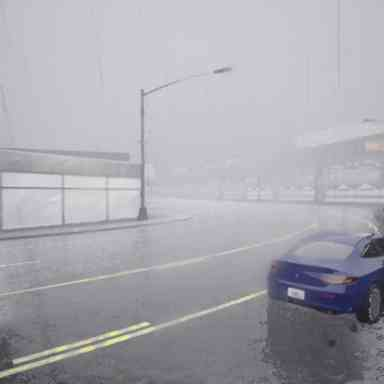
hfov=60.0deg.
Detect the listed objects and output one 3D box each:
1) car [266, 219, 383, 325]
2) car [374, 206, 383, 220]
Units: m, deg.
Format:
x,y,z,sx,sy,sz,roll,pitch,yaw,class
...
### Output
x,y,z,sx,sy,sz,roll,pitch,yaw,class
3.419,1.541,7.187,4.674,1.442,1.812,0,0,-44,car
14.787,1.631,24.554,1.895,1.301,4.718,0,0,20,car
